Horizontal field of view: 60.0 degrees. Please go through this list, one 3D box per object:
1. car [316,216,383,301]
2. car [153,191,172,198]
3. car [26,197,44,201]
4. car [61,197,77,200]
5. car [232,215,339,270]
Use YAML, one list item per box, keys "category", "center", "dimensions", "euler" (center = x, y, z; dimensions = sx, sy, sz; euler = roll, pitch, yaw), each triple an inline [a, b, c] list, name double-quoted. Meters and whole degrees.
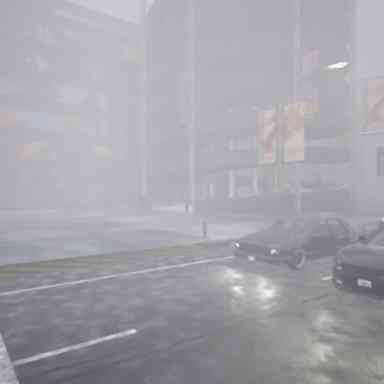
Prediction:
- category: "car"
  center: [5.242, 1.436, 7.784]
  dimensions: [5.008, 1.535, 1.882]
  euler: [0, 0, -37]
- category: "car"
  center: [-6.257, 0.897, 67.467]
  dimensions: [2.435, 2.045, 5.566]
  euler: [0, 0, -36]
- category: "car"
  center: [-19.849, 1.311, 41.986]
  dimensions: [2.002, 1.452, 4.674]
  euler: [0, 0, -36]
- category: "car"
  center: [-20.727, 1.425, 55.916]
  dimensions: [1.895, 1.301, 4.718]
  euler: [0, 0, -36]
- category: "car"
  center: [3.852, 1.504, 11.090]
  dimensions: [5.357, 1.411, 2.033]
  euler: [0, 0, -36]
